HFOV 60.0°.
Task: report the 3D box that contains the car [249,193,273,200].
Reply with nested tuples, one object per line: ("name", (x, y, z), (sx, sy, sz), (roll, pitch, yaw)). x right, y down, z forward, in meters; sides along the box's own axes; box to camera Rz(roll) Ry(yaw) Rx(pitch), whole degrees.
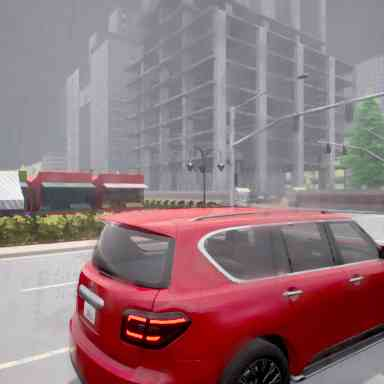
("car", (11.674, 1.114, 58.169), (1.905, 1.878, 3.866), (0, 0, -36))

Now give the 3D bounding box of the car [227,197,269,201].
("car", (3.876, 1.422, 28.558), (1.882, 1.535, 5.008), (0, 0, -36))

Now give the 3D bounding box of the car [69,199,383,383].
("car", (1.232, 1.221, 4.664), (5.566, 2.045, 2.150), (0, 0, -35))

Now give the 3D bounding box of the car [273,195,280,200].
("car", (14.066, 1.114, 59.881), (1.905, 1.878, 3.866), (0, 0, -36))
